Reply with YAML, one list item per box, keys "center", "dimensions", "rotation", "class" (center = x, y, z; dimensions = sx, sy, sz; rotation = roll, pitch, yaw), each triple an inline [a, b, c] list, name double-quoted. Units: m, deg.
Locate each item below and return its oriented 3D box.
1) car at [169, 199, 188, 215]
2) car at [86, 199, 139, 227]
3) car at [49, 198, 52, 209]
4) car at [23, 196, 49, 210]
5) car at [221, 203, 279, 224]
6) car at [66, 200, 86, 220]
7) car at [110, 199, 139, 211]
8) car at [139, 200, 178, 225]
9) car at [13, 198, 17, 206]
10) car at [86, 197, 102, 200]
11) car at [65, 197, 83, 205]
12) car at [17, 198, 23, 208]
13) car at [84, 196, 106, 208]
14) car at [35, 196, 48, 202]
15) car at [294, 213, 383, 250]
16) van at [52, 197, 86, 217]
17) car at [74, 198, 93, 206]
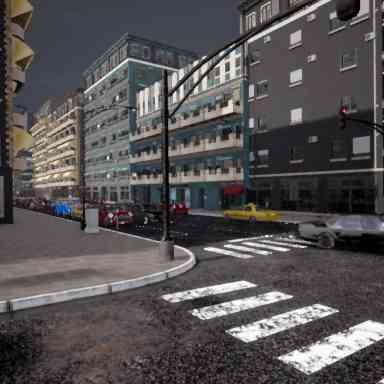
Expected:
- center: [-2.199, 1.441, 33.319]
  dimensions: [1.967, 1.590, 4.097]
  rotation: [-1, 1, -35]
  class: "car"
- center: [-5.809, 1.552, 23.949]
  dimensions: [1.967, 1.590, 4.097]
  rotation: [-1, 1, -35]
  class: "car"
- center: [-20.440, 1.678, 49.104]
  dimensions: [2.128, 1.511, 4.902]
  rotation: [-1, 0, -35]
  class: "car"
- center: [-21.874, 1.627, 46.479]
  dimensions: [1.967, 1.590, 4.097]
  rotation: [-1, 1, -35]
  class: "car"
- center: [4.130, 1.498, 24.446]
  dimensions: [1.752, 1.417, 4.829]
  rotation: [-1, 1, -35]
  class: "car"
- center: [-8.922, 1.651, 28.317]
  dimensions: [1.752, 1.417, 4.829]
  rotation: [-1, 1, -35]
  class: "car"
- center: [-8.623, 1.581, 42.332]
  dimensions: [2.008, 1.369, 4.403]
  rotation: [-1, 1, -35]
  class: "car"
- center: [-3.366, 1.578, 24.986]
  dimensions: [1.837, 1.490, 4.892]
  rotation: [-1, 0, -35]
  class: "car"
- center: [-31.511, 1.781, 59.998]
  dimensions: [1.887, 1.381, 4.507]
  rotation: [-1, 1, -35]
  class: "car"
- center: [-11.245, 1.610, 36.054]
  dimensions: [1.837, 1.490, 4.892]
  rotation: [-1, 1, -35]
  class: "car"
- center: [-21.475, 1.644, 60.357]
  dimensions: [2.008, 1.369, 4.403]
  rotation: [-1, 1, -35]
  class: "car"
- center: [-25.085, 1.769, 50.986]
  dimensions: [1.947, 1.339, 4.313]
  rotation: [-1, 1, -35]
  class: "car"
- center: [-15.051, 1.501, 51.343]
  dimensions: [1.967, 1.590, 4.097]
  rotation: [-1, 1, -35]
  class: "car"
- center: [-37.540, 1.727, 82.887]
  dimensions: [1.887, 1.381, 4.507]
  rotation: [-1, 1, -35]
  class: "car"
- center: [6.862, 1.560, 13.010]
  dimensions: [5.357, 1.411, 2.033]
  rotation: [-1, 1, 35]
  class: "car"
- center: [-12.236, 1.482, 32.960]
  dimensions: [1.690, 1.788, 3.998]
  rotation: [-1, 1, -35]
  class: "van"
- center: [-18.262, 1.643, 55.850]
  dimensions: [1.947, 1.339, 4.313]
  rotation: [-1, 1, -35]
  class: "car"
